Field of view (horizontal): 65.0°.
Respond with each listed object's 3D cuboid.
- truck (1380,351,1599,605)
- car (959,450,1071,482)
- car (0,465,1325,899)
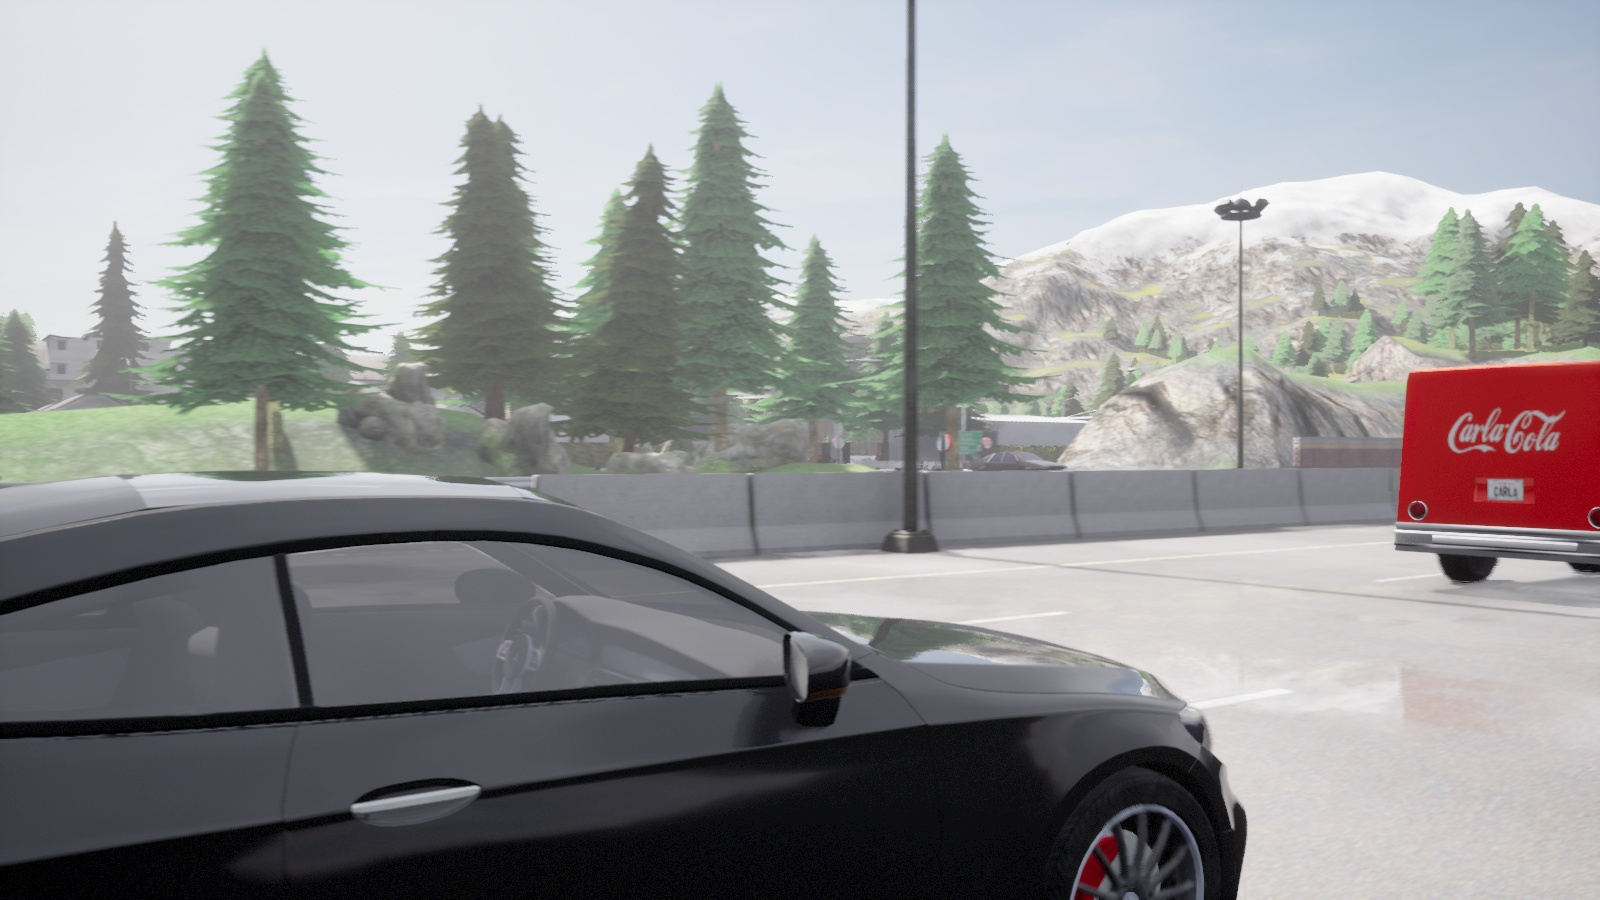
[{"bbox_3d":[9.380,0.275,14.453,5.204,2.467,2.627,0,0,-35],"label":"truck"},{"bbox_3d":[10.110,0.724,59.408,2.033,1.411,5.357,0,0,-35],"label":"car"},{"bbox_3d":[-0.931,0.780,3.011,4.674,1.442,1.812,0,0,-35],"label":"car"}]
